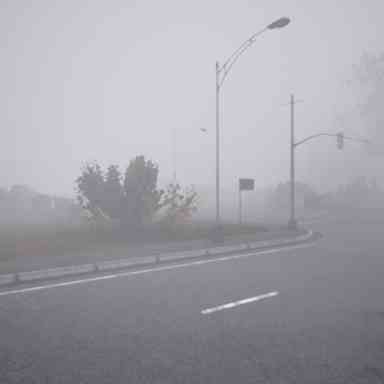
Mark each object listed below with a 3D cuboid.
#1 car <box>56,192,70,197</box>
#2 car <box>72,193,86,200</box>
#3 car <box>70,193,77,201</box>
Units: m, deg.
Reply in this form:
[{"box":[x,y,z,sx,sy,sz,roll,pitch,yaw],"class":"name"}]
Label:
[{"box":[-32.175,1.130,84.750,2.150,2.045,5.566,0,0,-36],"class":"car"},{"box":[-29.581,1.248,87.131,2.097,1.767,4.553,0,0,-36],"class":"car"},{"box":[-17.620,0.943,54.350,2.097,1.767,4.553,0,0,-39],"class":"car"}]
